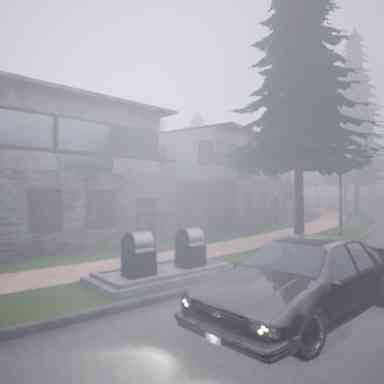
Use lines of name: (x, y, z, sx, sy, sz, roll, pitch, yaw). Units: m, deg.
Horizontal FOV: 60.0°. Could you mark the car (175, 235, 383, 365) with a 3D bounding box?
car: (2.226, 1.573, 6.241, 5.357, 1.411, 2.033, 0, 0, -43)
